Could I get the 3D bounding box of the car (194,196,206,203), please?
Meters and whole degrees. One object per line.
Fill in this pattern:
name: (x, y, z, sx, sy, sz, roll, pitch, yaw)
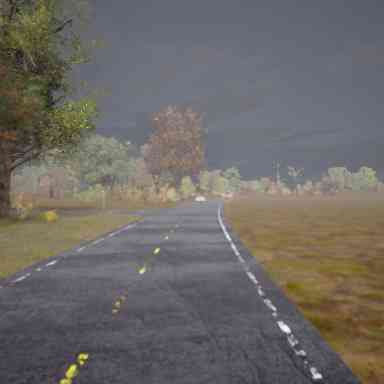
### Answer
car: (1.750, 1.465, 67.801, 1.812, 1.442, 4.674, 0, 0, 8)
